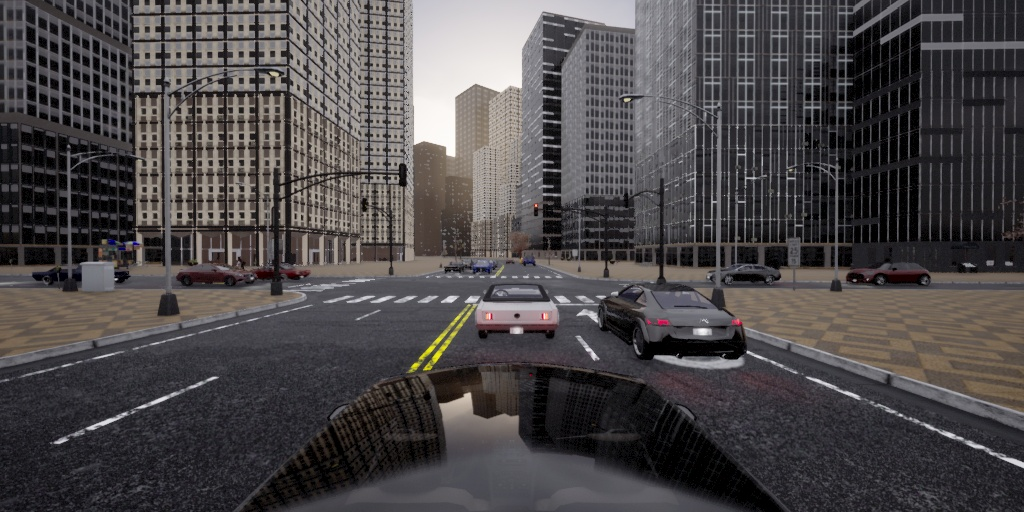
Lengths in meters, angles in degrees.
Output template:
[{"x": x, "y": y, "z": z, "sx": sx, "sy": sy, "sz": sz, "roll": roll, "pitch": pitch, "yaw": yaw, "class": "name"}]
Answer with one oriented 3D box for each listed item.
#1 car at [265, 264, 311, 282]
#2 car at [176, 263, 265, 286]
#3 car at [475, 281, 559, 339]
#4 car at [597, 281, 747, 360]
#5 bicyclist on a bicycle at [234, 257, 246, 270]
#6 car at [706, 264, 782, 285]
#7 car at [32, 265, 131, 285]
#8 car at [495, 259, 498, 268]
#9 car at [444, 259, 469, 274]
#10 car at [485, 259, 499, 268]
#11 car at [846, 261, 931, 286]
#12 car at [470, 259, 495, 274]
[{"x": -17.895, "y": 1.249, "z": 26.847, "sx": 4.718, "sy": 1.301, "sz": 1.895, "roll": 0, "pitch": 0, "yaw": 1, "class": "car"}, {"x": -19.456, "y": 1.194, "z": 23.683, "sx": 4.674, "sy": 1.442, "sz": 1.812, "roll": 0, "pitch": 0, "yaw": 1, "class": "car"}, {"x": 0.110, "y": 1.348, "z": 10.078, "sx": 1.895, "sy": 1.301, "sz": 4.718, "roll": 0, "pitch": 0, "yaw": 0, "class": "car"}, {"x": 3.364, "y": 1.312, "z": 8.361, "sx": 1.994, "sy": 1.385, "sz": 4.181, "roll": 0, "pitch": 0, "yaw": 0, "class": "car"}, {"x": -24.665, "y": 0.871, "z": 32.554, "sx": 0.582, "sy": 1.620, "sz": 1.656, "roll": 0, "pitch": 1, "yaw": 1, "class": "bicyclist on a bicycle"}, {"x": 16.849, "y": 1.301, "z": 26.211, "sx": 4.902, "sy": 1.511, "sz": 2.128, "roll": 0, "pitch": 0, "yaw": 1, "class": "car"}, {"x": -28.565, "y": 1.226, "z": 23.924, "sx": 4.718, "sy": 1.301, "sz": 1.895, "roll": 0, "pitch": 0, "yaw": 1, "class": "car"}, {"x": -3.282, "y": 1.229, "z": 50.032, "sx": 1.812, "sy": 1.442, "sz": 4.674, "roll": 0, "pitch": 0, "yaw": 0, "class": "car"}, {"x": -6.547, "y": 1.320, "z": 41.361, "sx": 1.895, "sy": 1.301, "sz": 4.718, "roll": 0, "pitch": 0, "yaw": 0, "class": "car"}, {"x": -3.271, "y": 1.229, "z": 60.410, "sx": 2.033, "sy": 1.411, "sz": 5.357, "roll": 0, "pitch": 0, "yaw": 0, "class": "car"}, {"x": 27.128, "y": 1.209, "z": 25.977, "sx": 4.553, "sy": 1.767, "sz": 2.097, "roll": 0, "pitch": 0, "yaw": 1, "class": "car"}, {"x": -3.296, "y": 1.198, "z": 40.688, "sx": 1.882, "sy": 1.535, "sz": 5.008, "roll": 0, "pitch": 0, "yaw": 0, "class": "car"}]
